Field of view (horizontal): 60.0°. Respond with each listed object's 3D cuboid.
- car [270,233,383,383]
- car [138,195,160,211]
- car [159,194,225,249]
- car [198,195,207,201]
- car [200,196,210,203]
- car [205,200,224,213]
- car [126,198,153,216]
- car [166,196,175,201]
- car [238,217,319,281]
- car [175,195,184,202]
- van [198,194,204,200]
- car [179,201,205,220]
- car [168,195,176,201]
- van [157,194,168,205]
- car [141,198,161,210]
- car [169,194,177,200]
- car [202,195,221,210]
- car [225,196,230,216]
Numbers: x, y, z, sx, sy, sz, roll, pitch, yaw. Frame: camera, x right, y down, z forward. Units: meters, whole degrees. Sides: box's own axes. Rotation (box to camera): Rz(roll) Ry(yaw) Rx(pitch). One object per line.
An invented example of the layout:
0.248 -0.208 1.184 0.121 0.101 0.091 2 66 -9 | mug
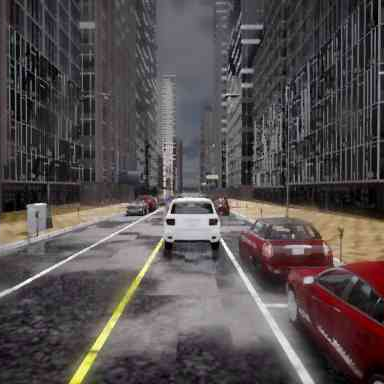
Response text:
2.522 1.542 4.188 1.887 1.381 4.507 -1 0 0 | car
-5.328 1.310 38.052 2.192 1.841 5.009 -1 0 0 | car
0.000 1.254 14.681 2.150 2.045 5.566 0 0 0 | car
2.555 1.563 83.271 2.008 1.369 4.403 -1 0 0 | car
2.751 1.514 69.658 1.837 1.490 4.892 0 0 0 | car
2.522 1.577 38.081 1.802 1.307 4.206 -1 0 0 | car
-5.325 1.545 32.403 2.008 1.369 4.403 -1 0 0 | car
-5.325 1.594 83.240 1.802 1.307 4.206 -1 0 0 | car
2.520 1.437 9.837 1.967 1.590 4.097 -1 0 0 | car
-2.749 1.531 75.940 1.812 1.442 4.674 0 0 0 | car
2.552 1.360 94.568 1.690 1.788 3.998 -1 0 0 | van
0.000 1.559 29.654 2.033 1.411 5.357 0 0 0 | car
-5.328 1.560 88.890 1.887 1.381 4.507 -1 0 0 | car
-5.328 1.343 60.645 1.690 1.788 3.998 -1 0 0 | van
-5.325 1.547 43.700 2.008 1.369 4.403 -1 0 0 | car
-5.327 1.459 94.538 1.967 1.590 4.097 -1 0 0 | car
2.519 1.312 43.730 2.192 1.841 5.009 -1 0 0 | car
2.519 1.310 32.432 2.192 1.841 5.009 -1 0 0 | car
